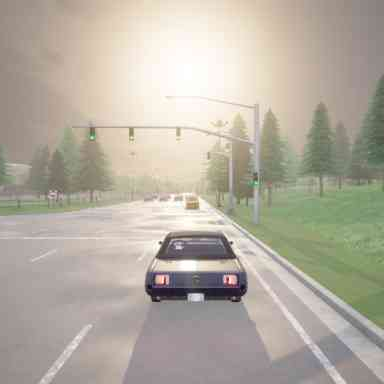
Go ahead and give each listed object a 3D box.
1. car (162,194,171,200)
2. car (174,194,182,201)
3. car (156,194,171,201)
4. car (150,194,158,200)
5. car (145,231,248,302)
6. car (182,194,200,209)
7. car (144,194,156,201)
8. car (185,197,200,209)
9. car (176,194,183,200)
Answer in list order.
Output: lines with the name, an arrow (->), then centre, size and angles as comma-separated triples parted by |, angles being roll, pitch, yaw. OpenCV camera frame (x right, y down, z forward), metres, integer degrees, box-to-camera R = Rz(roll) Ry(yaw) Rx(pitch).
car -> -6.838, 1.372, 90.911 | 2.033, 1.411, 5.357 | 0, 0, 0
car -> -3.356, 1.545, 80.901 | 1.994, 1.385, 4.181 | 0, 0, 0
car -> -6.857, 1.531, 80.491 | 2.033, 1.411, 5.357 | 0, 0, 0
car -> -10.338, 1.332, 90.917 | 1.837, 1.490, 4.892 | 0, 0, 0
car -> 0.094, 1.601, 8.191 | 1.895, 1.301, 4.718 | 0, 0, 0
car -> -0.025, 1.077, 46.414 | 1.882, 1.535, 5.008 | -3, 17, -2
car -> -10.357, 1.531, 80.497 | 2.033, 1.411, 5.357 | 0, 0, 0
car -> 0.068, 1.576, 49.859 | 2.033, 1.411, 5.357 | -1, 1, 0
car -> -3.338, 1.357, 90.904 | 1.812, 1.442, 4.674 | 0, 0, 0
